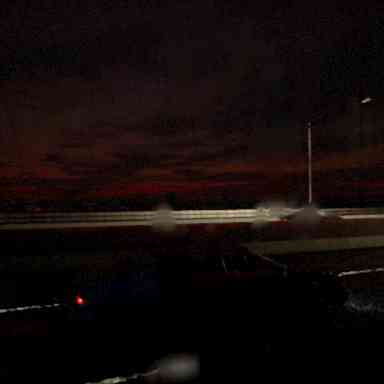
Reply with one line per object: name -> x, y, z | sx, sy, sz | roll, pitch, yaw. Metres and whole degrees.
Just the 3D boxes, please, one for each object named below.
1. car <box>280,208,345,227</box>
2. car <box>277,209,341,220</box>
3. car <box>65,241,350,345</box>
car -> 10.658, 2.199, 29.435 | 5.357, 1.411, 2.033 | 0, -1, -21
car -> 8.670, 2.154, 24.909 | 4.718, 1.301, 1.895 | 0, -1, -21
car -> 0.398, 1.703, 6.472 | 5.357, 1.411, 2.033 | 0, -1, -21
